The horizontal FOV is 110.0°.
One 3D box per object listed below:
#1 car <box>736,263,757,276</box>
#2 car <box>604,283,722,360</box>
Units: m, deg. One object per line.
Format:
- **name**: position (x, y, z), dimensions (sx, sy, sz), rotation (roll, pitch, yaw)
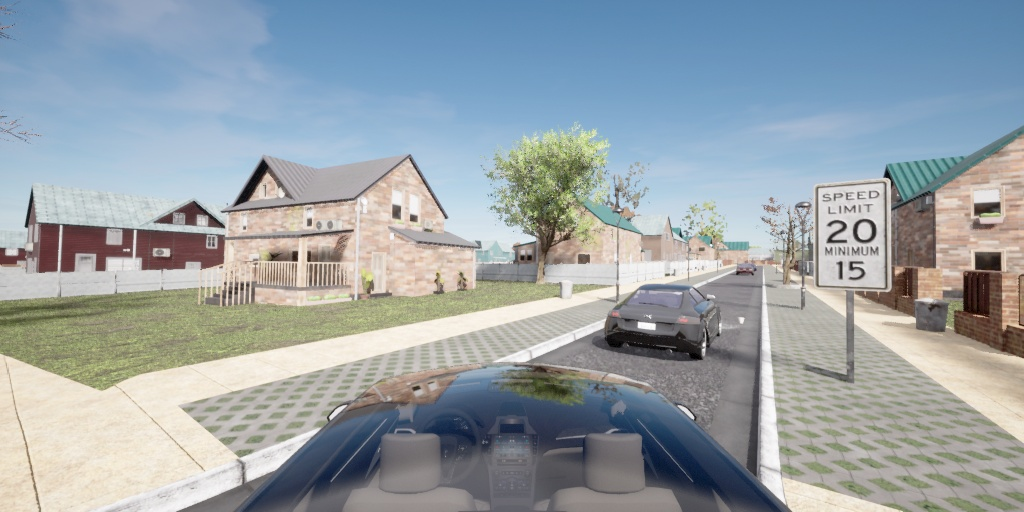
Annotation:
- **car**: position (28.796, 1.633, 44.232), dimensions (2.033, 1.411, 5.357), rotation (0, 0, 35)
- **car**: position (3.801, 1.360, 8.704), dimensions (1.994, 1.385, 4.181), rotation (0, 0, 35)
